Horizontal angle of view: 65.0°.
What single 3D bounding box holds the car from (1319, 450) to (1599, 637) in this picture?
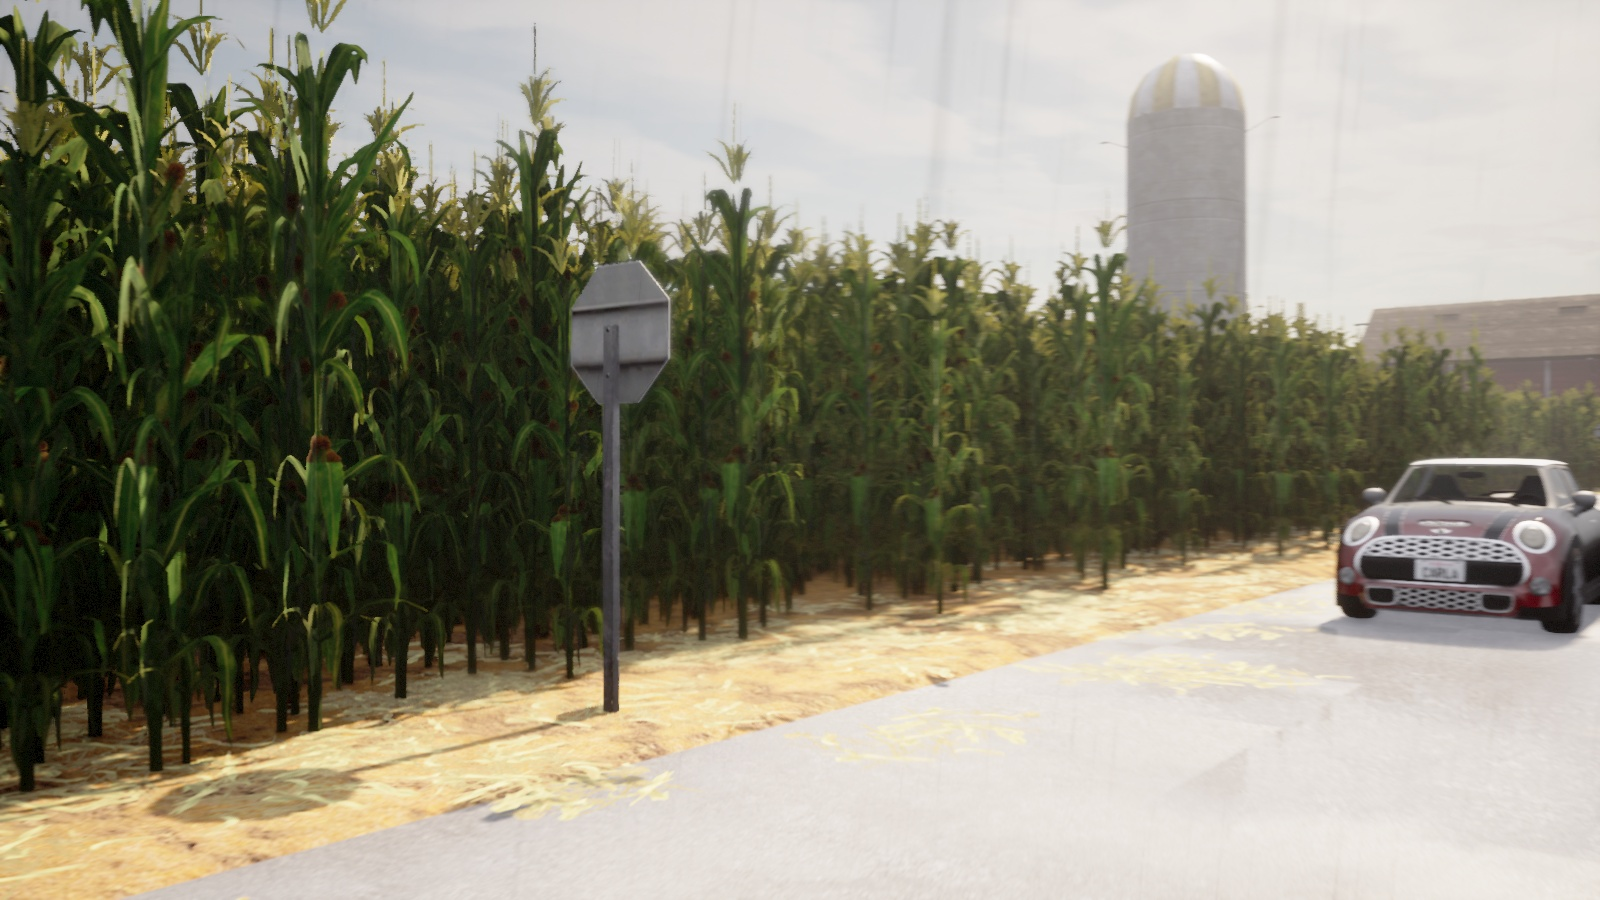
[{"bbox_3d":[6.555,0.746,11.995,1.970,1.475,3.806,-1,0,38],"label":"car"}]
